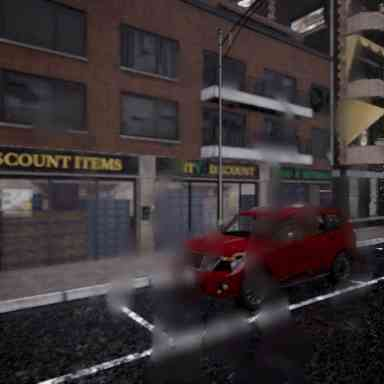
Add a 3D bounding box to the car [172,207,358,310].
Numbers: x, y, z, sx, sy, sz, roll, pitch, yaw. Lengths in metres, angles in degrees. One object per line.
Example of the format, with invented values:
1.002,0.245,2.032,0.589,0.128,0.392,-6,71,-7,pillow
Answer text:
1.986,1.315,7.980,5.009,1.841,2.192,0,0,-36,car
